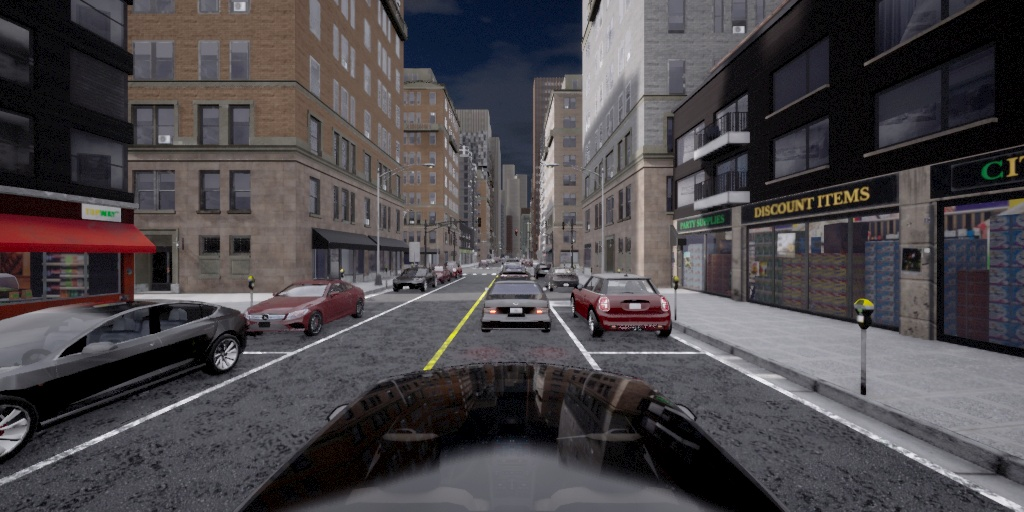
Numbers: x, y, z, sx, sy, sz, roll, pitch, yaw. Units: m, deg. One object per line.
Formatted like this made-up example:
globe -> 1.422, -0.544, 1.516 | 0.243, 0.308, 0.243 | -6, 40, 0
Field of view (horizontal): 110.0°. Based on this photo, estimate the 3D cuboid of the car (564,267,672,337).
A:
car -> 2.870, 1.190, 10.272 | 1.967, 1.591, 4.097 | 0, 0, 0

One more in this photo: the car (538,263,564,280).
car -> 2.890, 1.301, 21.275 | 2.007, 1.370, 4.403 | 0, 0, 0

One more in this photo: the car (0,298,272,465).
car -> -5.666, 1.315, 4.787 | 1.948, 1.339, 4.313 | 0, 0, 0

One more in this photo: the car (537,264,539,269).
car -> 2.911, 1.319, 32.277 | 1.948, 1.339, 4.313 | 0, 0, 0

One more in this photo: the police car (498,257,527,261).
police car -> 0.051, 1.178, 31.286 | 1.930, 1.638, 5.238 | 0, 0, 0

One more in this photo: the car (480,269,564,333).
car -> 0.111, 1.297, 10.743 | 2.033, 1.411, 5.357 | 0, 0, 0

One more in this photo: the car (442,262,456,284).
car -> -5.625, 1.334, 26.792 | 1.802, 1.307, 4.207 | 0, 0, 0

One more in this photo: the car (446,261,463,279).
car -> -5.615, 1.193, 32.293 | 1.967, 1.591, 4.097 | 0, 0, 0

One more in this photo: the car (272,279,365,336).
car -> -5.656, 1.332, 10.288 | 1.802, 1.307, 4.207 | 0, 0, 0

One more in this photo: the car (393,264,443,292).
car -> -5.635, 1.316, 21.291 | 1.948, 1.339, 4.313 | 0, 0, 0

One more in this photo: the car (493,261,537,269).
car -> 0.132, 1.242, 21.266 | 2.128, 1.511, 4.902 | 0, 0, 0
